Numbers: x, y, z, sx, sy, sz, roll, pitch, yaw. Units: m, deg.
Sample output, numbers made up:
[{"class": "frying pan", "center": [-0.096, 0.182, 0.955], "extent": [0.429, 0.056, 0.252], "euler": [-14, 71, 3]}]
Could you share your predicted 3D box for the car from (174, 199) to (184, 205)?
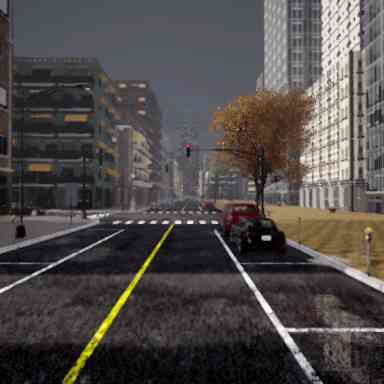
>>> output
[{"class": "car", "center": [-2.996, 2.534, 79.577], "extent": [1.895, 1.301, 4.718], "euler": [0, -1, 0]}]

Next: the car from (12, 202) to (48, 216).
[{"class": "car", "center": [-16.424, 1.710, 32.634], "extent": [4.403, 1.369, 2.008], "euler": [1, -2, -1]}]

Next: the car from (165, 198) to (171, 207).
[{"class": "car", "center": [-5.686, 2.284, 63.100], "extent": [2.008, 1.369, 4.403], "euler": [0, -1, 0]}]

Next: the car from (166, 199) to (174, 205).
[{"class": "car", "center": [-5.685, 2.592, 85.228], "extent": [1.802, 1.307, 4.206], "euler": [0, -1, 0]}]

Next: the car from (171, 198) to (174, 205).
[{"class": "car", "center": [-5.685, 2.312, 74.166], "extent": [1.967, 1.590, 4.097], "euler": [0, -1, 0]}]

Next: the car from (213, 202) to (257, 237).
[{"class": "car", "center": [2.694, 1.537, 19.652], "extent": [2.192, 1.841, 5.009], "euler": [0, -1, 0]}]

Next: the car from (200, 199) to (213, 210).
[{"class": "car", "center": [2.694, 2.143, 52.035], "extent": [1.887, 1.381, 4.507], "euler": [0, -1, 0]}]

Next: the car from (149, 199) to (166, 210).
[{"class": "car", "center": [-5.686, 2.149, 52.035], "extent": [2.008, 1.369, 4.403], "euler": [0, -1, 0]}]

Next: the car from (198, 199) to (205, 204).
[{"class": "car", "center": [2.695, 2.608, 90.931], "extent": [1.752, 1.417, 4.829], "euler": [0, -1, 0]}]

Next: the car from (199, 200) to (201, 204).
[{"class": "car", "center": [2.694, 2.261, 63.270], "extent": [1.752, 1.417, 4.829], "euler": [0, -1, 0]}]

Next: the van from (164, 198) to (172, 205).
[{"class": "van", "center": [-5.685, 2.282, 79.700], "extent": [1.690, 1.788, 3.998], "euler": [0, -1, 0]}]

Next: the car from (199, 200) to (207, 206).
[{"class": "car", "center": [2.695, 2.523, 79.695], "extent": [1.802, 1.307, 4.206], "euler": [0, -1, 0]}]

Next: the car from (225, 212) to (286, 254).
[{"class": "car", "center": [2.693, 1.726, 14.126], "extent": [1.947, 1.339, 4.313], "euler": [0, -1, 0]}]
